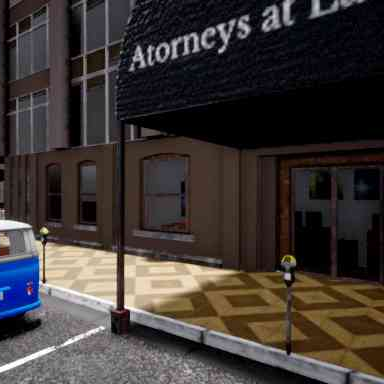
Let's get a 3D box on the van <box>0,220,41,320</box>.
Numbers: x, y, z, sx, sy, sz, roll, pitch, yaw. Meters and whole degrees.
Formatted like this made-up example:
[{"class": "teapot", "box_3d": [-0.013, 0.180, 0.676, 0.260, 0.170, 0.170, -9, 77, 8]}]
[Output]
[{"class": "van", "box_3d": [-4.455, 1.341, 6.043, 3.998, 1.788, 1.690, 0, 0, 35]}]
